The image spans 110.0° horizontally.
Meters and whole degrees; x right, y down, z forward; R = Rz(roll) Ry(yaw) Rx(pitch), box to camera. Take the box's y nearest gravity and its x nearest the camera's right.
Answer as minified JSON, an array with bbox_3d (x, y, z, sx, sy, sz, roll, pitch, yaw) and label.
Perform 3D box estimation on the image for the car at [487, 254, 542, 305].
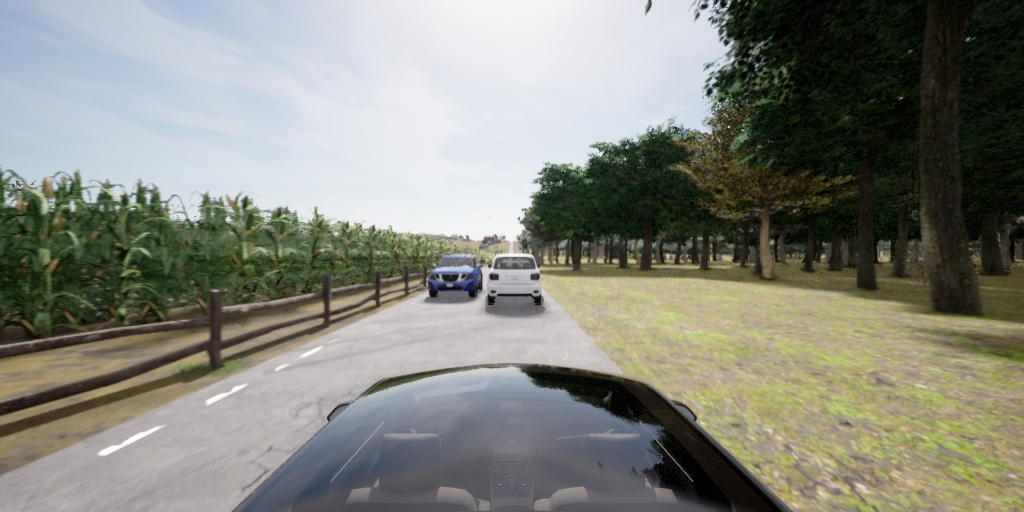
[{"bbox_3d":[0.100,0.933,15.975,2.150,2.045,5.566,0,0,0],"label":"car"}]

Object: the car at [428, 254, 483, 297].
[{"bbox_3d":[-2.750,0.936,18.593,2.150,2.045,5.566,0,0,0],"label":"car"}]
